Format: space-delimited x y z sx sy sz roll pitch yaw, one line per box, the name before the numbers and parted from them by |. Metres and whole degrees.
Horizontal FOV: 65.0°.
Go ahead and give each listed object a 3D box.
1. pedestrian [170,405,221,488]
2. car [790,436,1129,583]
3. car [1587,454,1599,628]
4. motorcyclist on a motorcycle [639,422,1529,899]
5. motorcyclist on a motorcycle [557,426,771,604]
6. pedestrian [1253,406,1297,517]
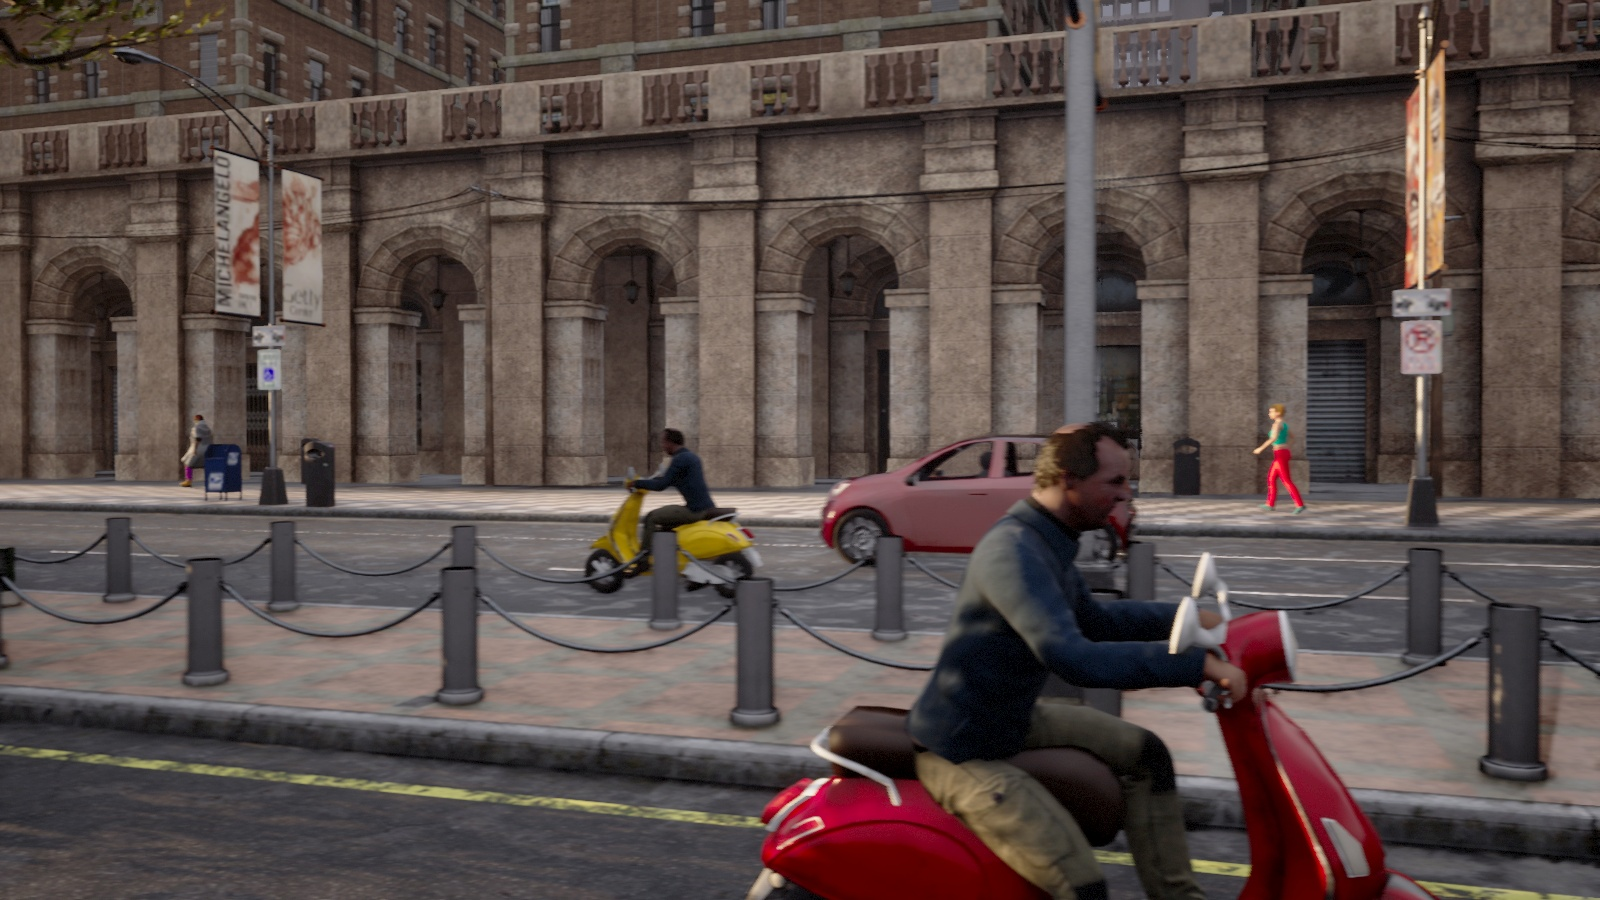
pedestrian | -14.564 -0.093 30.264 0.873 1.952 0.659 1 1 17
car | 1.902 0.611 14.585 3.633 1.501 1.845 1 1 17
car | 8.844 0.778 8.726 5.357 1.411 2.033 1 1 17
motorcyclist on a motorcycle | 0.624 0.732 3.051 1.817 1.590 0.866 1 1 17
motorcyclist on a motorcycle | -1.284 0.576 11.943 1.817 1.590 0.866 1 1 17
pedestrian | 7.955 0.181 21.022 0.594 1.836 0.345 1 1 36
